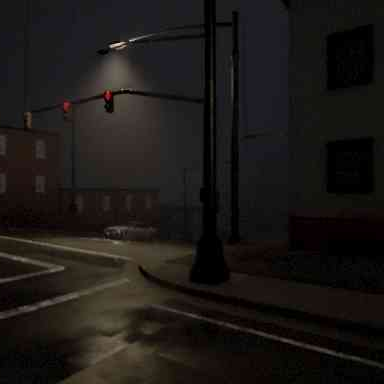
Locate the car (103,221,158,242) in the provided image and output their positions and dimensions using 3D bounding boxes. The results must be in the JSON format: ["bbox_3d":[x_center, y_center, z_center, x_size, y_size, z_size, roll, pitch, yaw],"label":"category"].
[{"bbox_3d":[-4.462,2.923,24.983,1.812,1.442,4.674,0,-8,36],"label":"car"}]
